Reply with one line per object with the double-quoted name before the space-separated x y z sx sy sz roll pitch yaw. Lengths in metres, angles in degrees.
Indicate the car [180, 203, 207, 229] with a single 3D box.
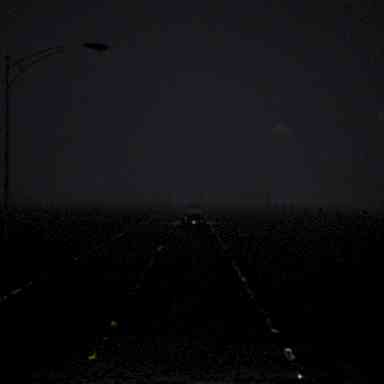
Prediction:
"car" 0.120 1.791 23.841 1.812 1.442 4.674 0 0 0
